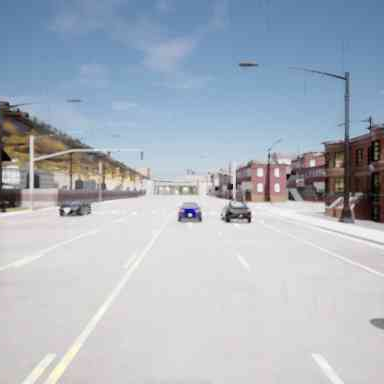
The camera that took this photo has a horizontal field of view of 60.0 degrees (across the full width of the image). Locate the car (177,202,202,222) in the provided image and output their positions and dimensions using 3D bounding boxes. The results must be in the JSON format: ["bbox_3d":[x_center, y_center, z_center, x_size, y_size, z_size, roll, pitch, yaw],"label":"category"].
[{"bbox_3d":[-0.162,1.508,26.172,1.812,1.442,4.674,0,0,-1],"label":"car"}]

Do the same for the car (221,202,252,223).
[{"bbox_3d":[3.346,1.490,25.717,2.128,1.511,4.902,0,0,-2],"label":"car"}]

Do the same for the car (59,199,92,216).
[{"bbox_3d":[-10.828,1.423,31.144,2.128,1.511,4.902,0,0,-1],"label":"car"}]
